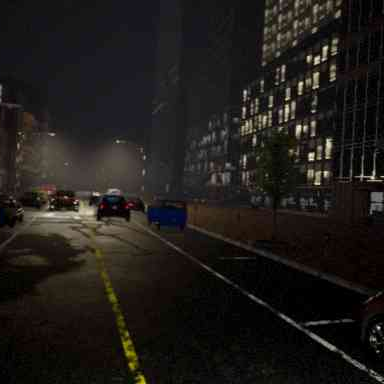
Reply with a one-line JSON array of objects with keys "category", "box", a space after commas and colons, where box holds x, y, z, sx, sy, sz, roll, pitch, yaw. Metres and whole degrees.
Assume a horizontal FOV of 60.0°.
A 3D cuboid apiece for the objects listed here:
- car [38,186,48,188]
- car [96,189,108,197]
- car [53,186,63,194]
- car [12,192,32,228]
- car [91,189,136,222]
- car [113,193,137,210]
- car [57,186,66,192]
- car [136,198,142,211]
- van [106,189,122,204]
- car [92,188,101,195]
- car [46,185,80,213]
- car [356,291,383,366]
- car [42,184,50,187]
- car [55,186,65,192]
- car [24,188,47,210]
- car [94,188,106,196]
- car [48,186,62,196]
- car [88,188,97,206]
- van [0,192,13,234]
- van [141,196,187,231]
[{"category": "car", "box": [-14.929, 0.455, 32.281, 1.752, 1.417, 4.829, 5, 0, -19]}, {"category": "car", "box": [-18.139, 0.194, 66.747, 1.887, 1.381, 4.507, 5, 0, -19]}, {"category": "car", "box": [-27.872, -0.426, 69.227, 1.802, 1.307, 4.206, 5, 0, -19]}, {"category": "car", "box": [-9.407, 0.858, 16.516, 1.752, 1.417, 4.829, 5, 0, -19]}, {"category": "car", "box": [-5.484, 0.936, 22.689, 2.097, 1.767, 4.553, 4, 0, -19]}, {"category": "car", "box": [-7.151, 0.971, 35.376, 1.752, 1.417, 4.829, 5, 0, -19]}, {"category": "car", "box": [-33.392, -0.840, 84.993, 1.947, 1.339, 4.313, 5, 0, -19]}, {"category": "car", "box": [-5.259, 1.166, 29.961, 1.802, 1.307, 4.206, 5, 0, -19]}, {"category": "van", "box": [-10.761, 0.524, 45.728, 1.690, 1.788, 3.998, 5, 0, -19]}, {"category": "car", "box": [-23.660, -0.204, 82.513, 1.887, 1.381, 4.507, 5, 0, -19]}, {"category": "car", "box": [-9.967, 0.626, 26.235, 2.097, 1.767, 4.553, 4, 0, -19]}, {"category": "car", "box": [3.954, 1.696, 3.686, 1.967, 1.590, 4.097, 5, 0, -19]}, {"category": "car", "box": [-18.648, -0.026, 42.952, 2.192, 1.841, 5.009, 5, 0, -19]}, {"category": "car", "box": [-31.550, -0.728, 79.738, 1.887, 1.381, 4.507, 5, 0, -19]}, {"category": "car", "box": [-13.146, 0.611, 27.185, 2.008, 1.369, 4.403, 5, 0, -19]}, {"category": "car", "box": [-19.971, -0.043, 72.003, 1.967, 1.590, 4.097, 5, 0, -19]}, {"category": "car", "box": [-24.189, -0.197, 58.717, 1.887, 1.381, 4.507, 5, 0, -19]}, {"category": "car", "box": [-10.269, 0.727, 36.293, 2.128, 1.511, 4.902, 4, 0, -19]}, {"category": "van", "box": [-7.608, 0.805, 11.422, 1.690, 1.788, 3.998, 5, 0, -19]}, {"category": "van", "box": [-1.559, 1.194, 19.452, 1.690, 1.788, 3.998, 5, 0, -19]}]
